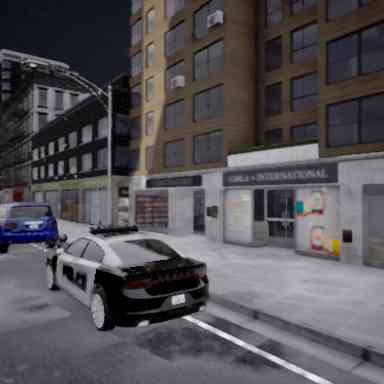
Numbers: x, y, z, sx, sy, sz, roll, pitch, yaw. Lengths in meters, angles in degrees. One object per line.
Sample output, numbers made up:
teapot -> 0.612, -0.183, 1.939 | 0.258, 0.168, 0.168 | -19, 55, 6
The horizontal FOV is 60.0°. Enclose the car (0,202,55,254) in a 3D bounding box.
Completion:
car -> -7.869, 1.493, 15.248 | 2.150, 2.045, 5.566 | 1, -1, -38

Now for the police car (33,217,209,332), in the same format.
police car -> -1.800, 1.557, 7.400 | 1.930, 1.638, 5.238 | 1, -1, -38
